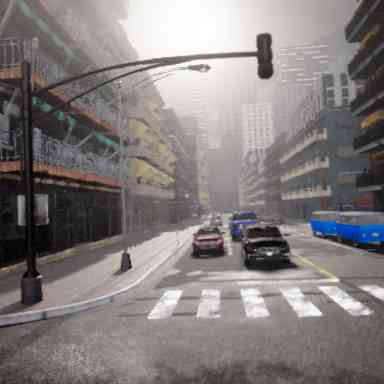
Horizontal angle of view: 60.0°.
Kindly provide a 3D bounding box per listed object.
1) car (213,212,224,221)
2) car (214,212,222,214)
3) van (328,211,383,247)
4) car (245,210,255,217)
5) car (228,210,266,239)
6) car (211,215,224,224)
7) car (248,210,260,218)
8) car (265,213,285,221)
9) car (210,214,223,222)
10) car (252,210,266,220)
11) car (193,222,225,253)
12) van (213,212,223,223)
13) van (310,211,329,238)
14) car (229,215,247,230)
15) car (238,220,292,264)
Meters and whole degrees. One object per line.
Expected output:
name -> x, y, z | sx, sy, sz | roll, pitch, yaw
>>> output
car -> 5.943, 5.406, 74.905 | 2.192, 1.841, 5.009 | -4, -3, 5
car -> 3.984, 4.328, 52.608 | 1.967, 1.590, 4.097 | -4, -3, 5
van -> 9.296, 1.989, 18.436 | 1.690, 1.788, 3.998 | -4, -3, 5
car -> 15.760, 5.868, 90.872 | 2.192, 1.841, 5.009 | -4, -3, 5
car -> 4.264, 2.605, 27.011 | 2.150, 2.045, 5.566 | -3, -3, 5
car -> 4.488, 4.738, 58.173 | 2.008, 1.369, 4.403 | -4, -3, 5
car -> 14.765, 5.266, 79.729 | 2.192, 1.841, 5.009 | -4, -3, 5
car -> 11.797, 3.730, 46.282 | 1.802, 1.307, 4.206 | -4, -3, 5
car -> 3.495, 4.169, 47.028 | 1.802, 1.307, 4.206 | -4, -3, 5
car -> 13.770, 4.665, 68.585 | 2.192, 1.841, 5.009 | -4, -3, 5
car -> 1.009, 2.668, 19.168 | 1.802, 1.307, 4.206 | -4, -3, 5
van -> 4.972, 4.830, 63.758 | 1.690, 1.788, 3.998 | -4, -3, 5
van -> 9.794, 2.289, 24.008 | 1.690, 1.788, 3.998 | -4, -3, 5
car -> 5.442, 3.575, 39.813 | 1.837, 1.490, 4.892 | -3, -2, 5
car -> 3.224, 2.250, 15.117 | 1.837, 1.490, 4.892 | -3, -3, 6
